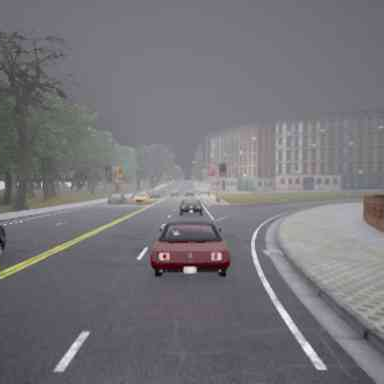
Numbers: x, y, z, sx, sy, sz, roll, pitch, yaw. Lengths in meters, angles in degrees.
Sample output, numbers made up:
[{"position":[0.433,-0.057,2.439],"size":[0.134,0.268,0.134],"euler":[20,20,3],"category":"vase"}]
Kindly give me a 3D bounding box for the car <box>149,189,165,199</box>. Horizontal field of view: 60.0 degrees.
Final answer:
[{"position":[-6.903,0.583,63.984],"size":[1.994,1.385,4.181],"euler":[0,1,0],"category":"car"}]

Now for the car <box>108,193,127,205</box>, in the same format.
[{"position":[-10.105,0.934,45.236],"size":[1.812,1.442,4.674],"euler":[0,1,0],"category":"car"}]

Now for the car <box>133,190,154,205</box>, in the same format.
[{"position":[-6.857,0.872,45.535],"size":[1.882,1.535,5.008],"euler":[0,1,0],"category":"car"}]

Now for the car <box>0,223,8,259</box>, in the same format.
[{"position":[-6.644,1.400,8.375],"size":[2.128,1.511,4.902],"euler":[0,1,0],"category":"car"}]

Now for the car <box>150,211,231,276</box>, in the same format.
[{"position":[-0.050,1.477,9.880],"size":[1.895,1.301,4.718],"euler":[0,1,0],"category":"car"}]

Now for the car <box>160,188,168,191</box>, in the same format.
[{"position":[-7.002,-0.392,81.387],"size":[2.097,1.767,4.553],"euler":[0,1,0],"category":"car"}]

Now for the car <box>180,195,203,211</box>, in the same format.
[{"position":[-0.074,1.230,28.653],"size":[1.895,1.301,4.718],"euler":[0,1,0],"category":"car"}]

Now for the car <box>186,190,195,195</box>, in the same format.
[{"position":[-0.447,0.319,72.828],"size":[1.812,1.442,4.674],"euler":[0,1,0],"category":"car"}]

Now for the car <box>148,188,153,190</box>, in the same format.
[{"position":[-10.249,-0.175,80.990],"size":[2.128,1.511,4.902],"euler":[0,1,0],"category":"car"}]

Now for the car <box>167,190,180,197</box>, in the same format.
[{"position":[-3.695,0.352,72.460],"size":[2.033,1.411,5.357],"euler":[0,1,0],"category":"car"}]
